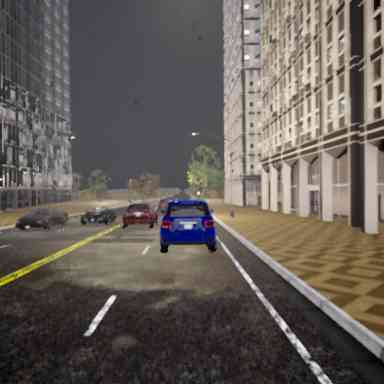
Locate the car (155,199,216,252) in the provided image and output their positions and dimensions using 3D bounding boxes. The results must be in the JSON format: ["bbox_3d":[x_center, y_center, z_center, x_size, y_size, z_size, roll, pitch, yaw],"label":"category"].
[{"bbox_3d":[-0.184,1.329,14.570,2.150,2.045,5.566,-1,0,-1],"label":"car"}]

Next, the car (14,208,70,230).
[{"bbox_3d":[-10.313,1.816,23.434,2.033,1.411,5.357,-1,0,-1],"label":"car"}]

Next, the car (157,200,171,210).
[{"bbox_3d":[-4.207,1.907,50.792,1.812,1.442,4.674,-1,-1,-1],"label":"car"}]

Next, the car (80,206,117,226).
[{"bbox_3d":[-7.105,1.814,25.628,1.994,1.385,4.181,-1,0,-1],"label":"car"}]

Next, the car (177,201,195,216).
[{"bbox_3d":[-0.662,1.784,37.198,1.812,1.442,4.674,-1,0,-1],"label":"car"}]

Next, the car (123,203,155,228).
[{"bbox_3d":[-3.631,1.556,24.111,2.097,1.767,4.553,-1,0,-1],"label":"car"}]
